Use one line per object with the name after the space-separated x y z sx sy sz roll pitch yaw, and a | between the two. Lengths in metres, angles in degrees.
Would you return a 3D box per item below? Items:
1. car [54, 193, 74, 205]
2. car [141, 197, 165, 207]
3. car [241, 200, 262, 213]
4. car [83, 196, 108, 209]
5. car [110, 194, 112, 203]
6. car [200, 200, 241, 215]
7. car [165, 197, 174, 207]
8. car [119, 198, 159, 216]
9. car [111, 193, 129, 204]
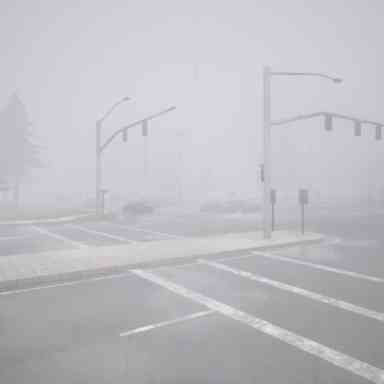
-22.219 1.224 57.548 2.150 2.045 5.566 0 0 -35 | car
-6.234 1.502 46.894 1.837 1.490 4.892 0 1 -35 | car
5.222 1.548 36.659 2.033 1.411 5.357 0 0 -35 | car
-13.207 1.506 44.644 1.837 1.490 4.892 0 0 -35 | car
-17.493 1.506 63.036 1.837 1.490 4.892 0 0 -35 | car
2.657 1.564 34.224 1.994 1.385 4.181 0 0 -35 | car
-4.666 1.504 50.755 1.837 1.490 4.892 0 0 -35 | car
-5.385 1.601 33.085 1.895 1.301 4.718 0 0 -29 | car
-14.100 1.220 64.310 2.150 2.045 5.566 0 0 -35 | car
